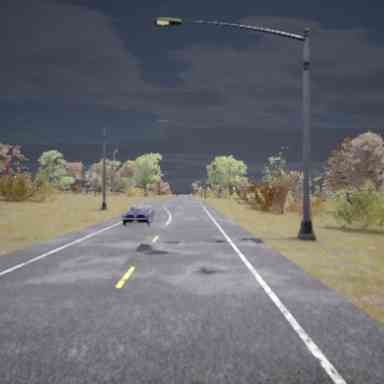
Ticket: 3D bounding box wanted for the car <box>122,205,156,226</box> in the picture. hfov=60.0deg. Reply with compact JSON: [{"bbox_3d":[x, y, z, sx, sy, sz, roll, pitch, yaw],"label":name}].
[{"bbox_3d":[-3.672,1.612,23.577,1.895,1.301,4.718,0,0,-1],"label":"car"}]
